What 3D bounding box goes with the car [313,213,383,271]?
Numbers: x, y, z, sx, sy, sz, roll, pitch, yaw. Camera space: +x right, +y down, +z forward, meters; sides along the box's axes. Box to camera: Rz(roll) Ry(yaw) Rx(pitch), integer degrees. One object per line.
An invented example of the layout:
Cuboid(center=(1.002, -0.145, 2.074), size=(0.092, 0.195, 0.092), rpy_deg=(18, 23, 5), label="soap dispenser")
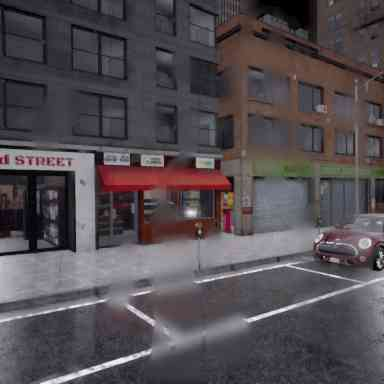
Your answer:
Cuboid(center=(5.728, 1.439, 10.757), size=(4.097, 1.590, 1.967), rpy_deg=(0, -1, -36), label="car")
